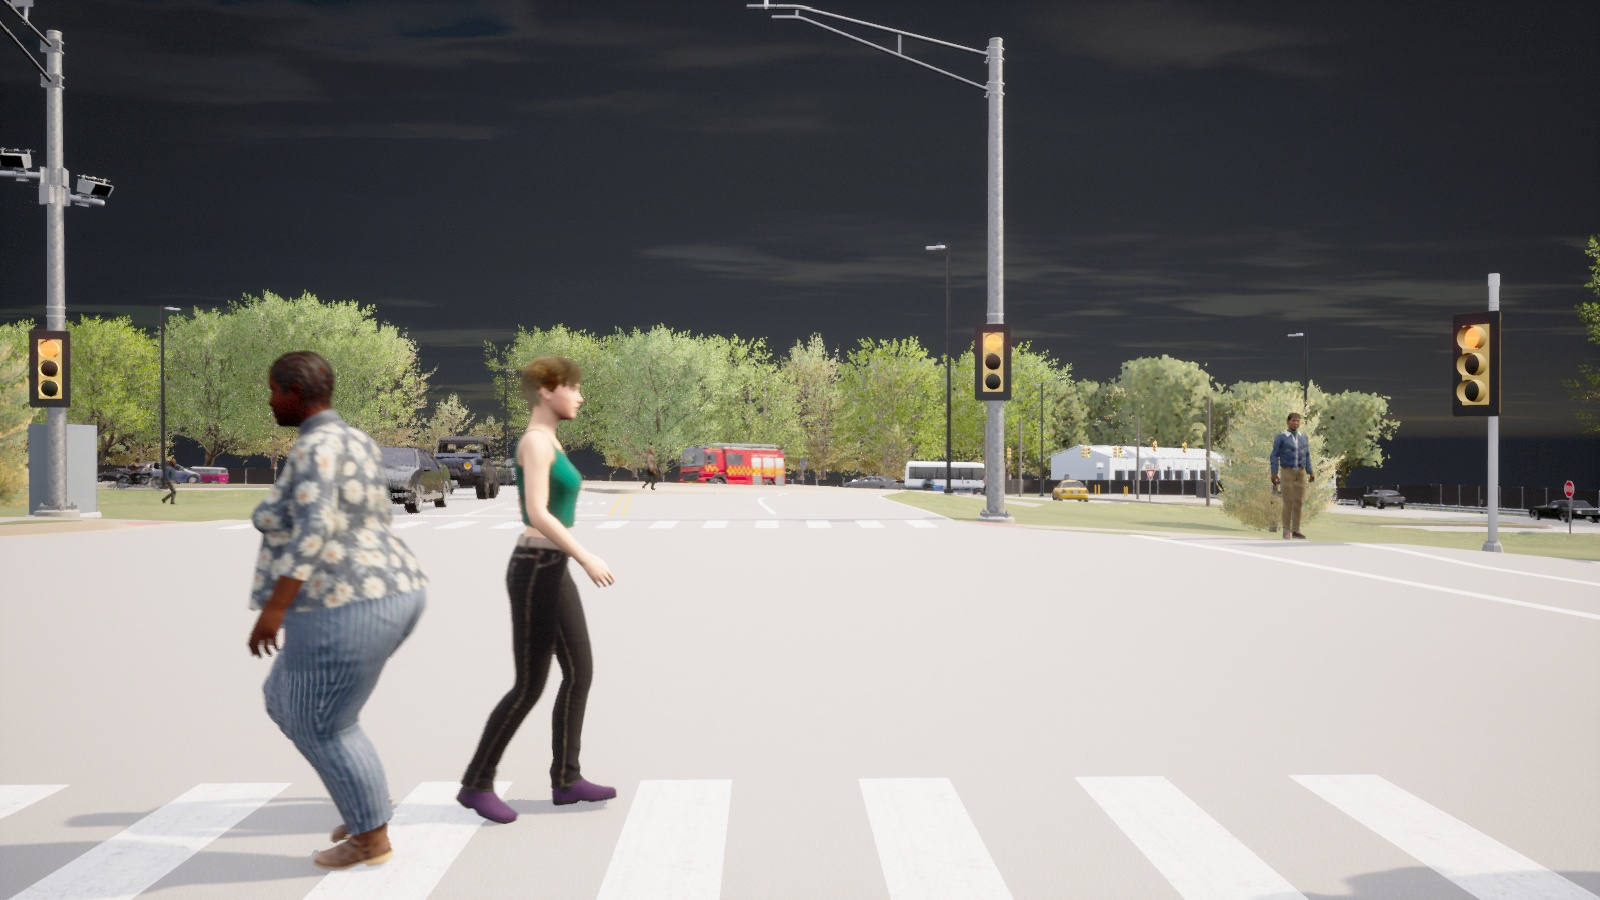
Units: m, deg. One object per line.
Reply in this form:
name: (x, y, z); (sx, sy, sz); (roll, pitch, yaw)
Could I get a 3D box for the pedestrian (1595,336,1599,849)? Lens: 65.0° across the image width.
pedestrian: (3.314, 0.519, 4.097); (0.900, 1.855, 0.874); (0, 1, 4)

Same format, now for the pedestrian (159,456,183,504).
pedestrian: (-24.172, 1.157, 48.255); (0.726, 1.835, 0.370); (0, 1, -7)

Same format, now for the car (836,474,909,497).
car: (5.330, 2.622, 92.485); (4.902, 1.511, 2.128); (0, -3, 33)

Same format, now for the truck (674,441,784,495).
truck: (-5.315, 1.444, 95.677); (8.468, 3.827, 2.891); (2, -4, -43)

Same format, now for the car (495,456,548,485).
car: (-14.791, 1.097, 66.668); (1.970, 1.475, 3.806); (1, -2, -24)

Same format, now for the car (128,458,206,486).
car: (-40.210, 1.430, 79.855); (1.851, 1.617, 3.988); (-2, -3, 39)

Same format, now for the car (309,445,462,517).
car: (-8.879, 0.613, 27.407); (2.033, 1.411, 5.357); (0, 0, -6)

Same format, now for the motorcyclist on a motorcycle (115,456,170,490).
motorcyclist on a motorcycle: (-33.705, 1.176, 64.403); (2.350, 1.649, 0.766); (1, 1, -15)

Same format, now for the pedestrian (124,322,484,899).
pedestrian: (-1.676, 0.519, 4.402); (0.900, 1.855, 0.874); (0, 1, 1)

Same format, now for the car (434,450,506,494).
car: (-12.070, 0.813, 45.692); (2.128, 1.511, 4.902); (0, -1, -19)

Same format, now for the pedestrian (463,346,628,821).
pedestrian: (-1.006, 0.515, 5.023); (0.594, 1.836, 0.345); (0, 1, -1)

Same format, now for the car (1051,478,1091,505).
car: (16.951, 2.562, 78.841); (1.801, 1.575, 5.366); (0, -1, 5)

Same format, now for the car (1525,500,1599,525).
car: (44.847, 3.650, 73.677); (1.895, 1.301, 4.718); (0, 0, 0)

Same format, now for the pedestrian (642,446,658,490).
pedestrian: (-6.191, 0.741, 51.932); (0.634, 1.846, 0.331); (0, 1, 0)

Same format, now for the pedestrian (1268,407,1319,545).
pedestrian: (7.141, 0.368, 18.201); (0.423, 1.949, 0.788); (0, 1, 0)

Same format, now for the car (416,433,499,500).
car: (-10.076, 0.493, 37.225); (1.905, 1.878, 3.866); (0, -1, -8)
